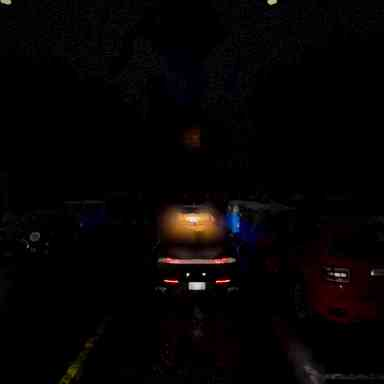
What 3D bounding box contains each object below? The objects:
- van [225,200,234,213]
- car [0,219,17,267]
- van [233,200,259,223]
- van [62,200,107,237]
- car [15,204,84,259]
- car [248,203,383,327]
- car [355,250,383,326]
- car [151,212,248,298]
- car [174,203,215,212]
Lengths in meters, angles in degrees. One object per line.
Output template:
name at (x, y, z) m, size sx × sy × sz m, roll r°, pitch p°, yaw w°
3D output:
van at (2.743, 1.342, 17.823) m, size 1.690 × 1.788 × 3.998 m, roll 0°, pitch 0°, yaw 0°
car at (-5.770, 1.525, 6.769) m, size 1.752 × 1.417 × 4.829 m, roll 0°, pitch 0°, yaw 0°
van at (2.749, 1.342, 12.385) m, size 1.690 × 1.788 × 3.998 m, roll 0°, pitch 0°, yaw 0°
van at (-5.783, 1.342, 17.814) m, size 1.690 × 1.788 × 3.998 m, roll 0°, pitch 0°, yaw 0°
car at (-5.776, 1.441, 12.376) m, size 1.967 × 1.590 × 4.097 m, roll 0°, pitch 0°, yaw 0°
car at (2.755, 1.315, 6.948) m, size 2.192 × 1.841 × 5.009 m, roll 0°, pitch 0°, yaw 0°
car at (2.761, 1.440, 1.510) m, size 1.967 × 1.590 × 4.097 m, roll 0°, pitch 0°, yaw 0°
car at (0.094, 1.492, 8.471) m, size 2.128 × 1.511 × 4.902 m, roll 0°, pitch 0°, yaw 0°
car at (0.120, 1.353, 17.520) m, size 2.097 × 1.767 × 4.553 m, roll 0°, pitch 0°, yaw 1°
